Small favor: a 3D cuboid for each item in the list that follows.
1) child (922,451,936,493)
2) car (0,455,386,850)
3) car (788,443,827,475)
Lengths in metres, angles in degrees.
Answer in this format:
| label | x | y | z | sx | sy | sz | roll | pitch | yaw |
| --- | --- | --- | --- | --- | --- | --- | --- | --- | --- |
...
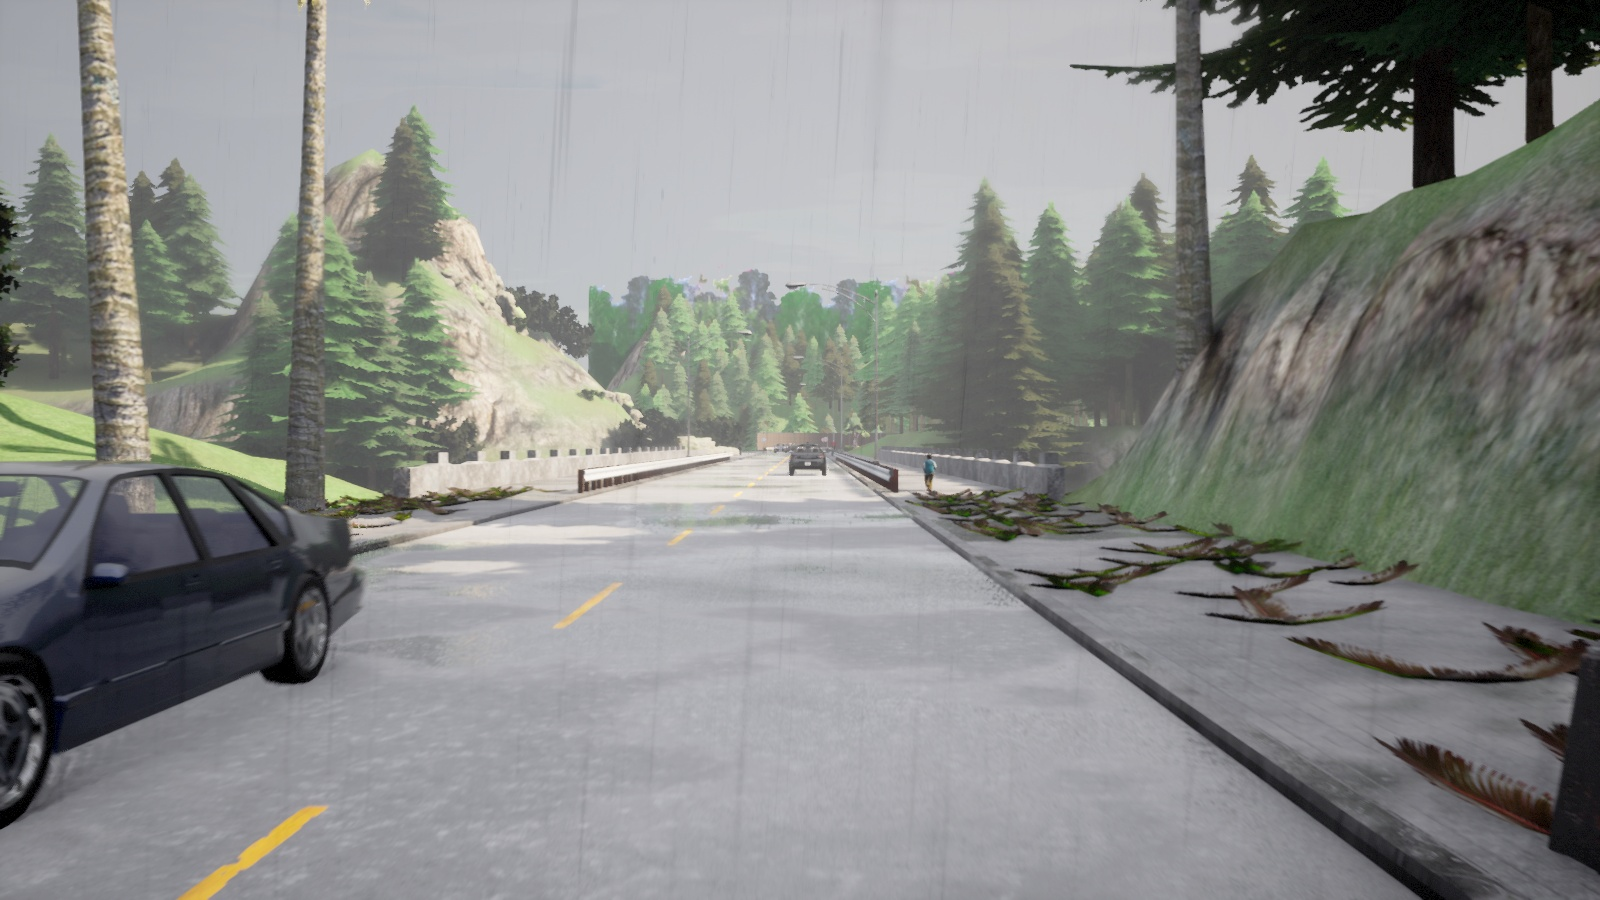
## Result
| label | x | y | z | sx | sy | sz | roll | pitch | yaw |
| --- | --- | --- | --- | --- | --- | --- | --- | --- | --- |
| child | 3.692 | 0.637 | 35.966 | 0.343 | 1.192 | 0.448 | 0 | 0 | 2 |
| car | -3.949 | 0.756 | 6.177 | 2.033 | 1.411 | 5.357 | 0 | 0 | 0 |
| car | 0.371 | 0.422 | 59.995 | 1.816 | 1.474 | 4.193 | 0 | 0 | 0 |
